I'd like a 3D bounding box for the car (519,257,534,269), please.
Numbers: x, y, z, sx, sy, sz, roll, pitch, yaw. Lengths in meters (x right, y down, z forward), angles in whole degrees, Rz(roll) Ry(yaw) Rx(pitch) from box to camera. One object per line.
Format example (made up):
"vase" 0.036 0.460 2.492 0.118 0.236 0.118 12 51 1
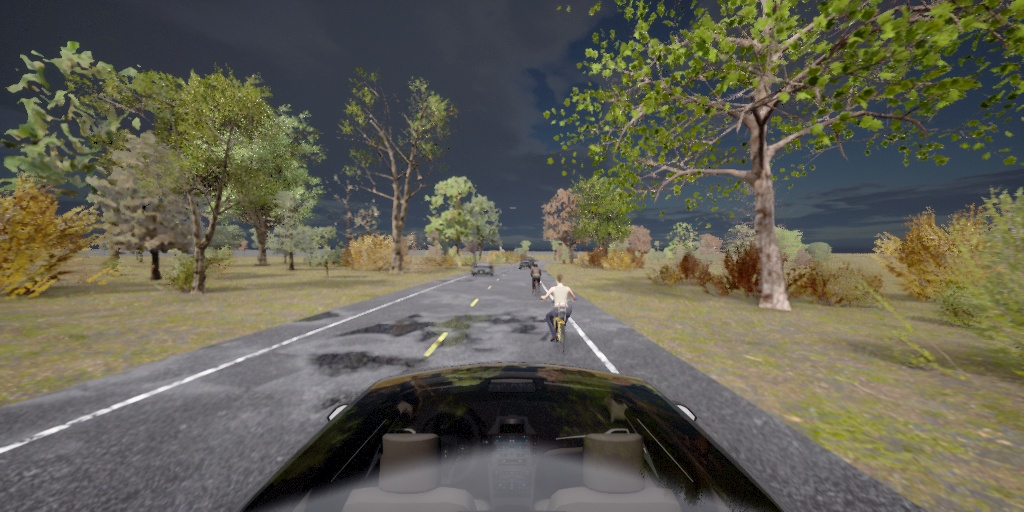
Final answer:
"car" 2.198 1.354 57.760 1.837 1.490 4.892 0 0 4

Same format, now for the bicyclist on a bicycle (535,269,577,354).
"bicyclist on a bicycle" 1.028 1.186 7.820 0.866 1.612 1.509 0 0 0

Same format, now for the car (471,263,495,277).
"car" -2.795 1.338 35.688 1.994 1.385 4.181 0 0 3

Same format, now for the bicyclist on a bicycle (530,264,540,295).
"bicyclist on a bicycle" 1.152 1.208 17.100 0.582 1.620 1.656 0 0 1
